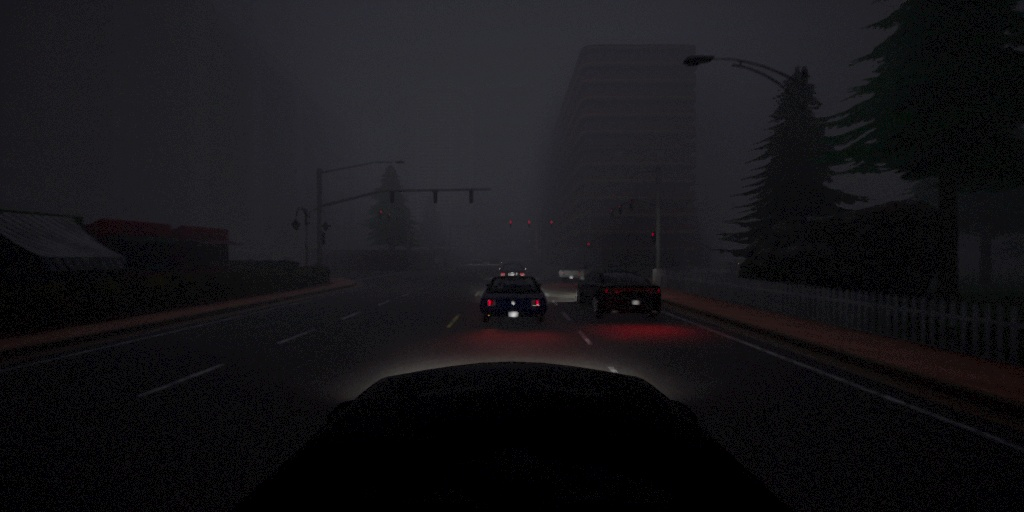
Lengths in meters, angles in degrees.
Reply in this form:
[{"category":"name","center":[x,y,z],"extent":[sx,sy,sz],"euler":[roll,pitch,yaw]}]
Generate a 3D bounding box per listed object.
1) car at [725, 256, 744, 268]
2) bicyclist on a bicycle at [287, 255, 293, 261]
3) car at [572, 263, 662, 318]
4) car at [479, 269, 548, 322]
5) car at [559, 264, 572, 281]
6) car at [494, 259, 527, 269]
[{"category":"car","center":[30.839,1.029,48.819],"extent":[4.718,1.301,1.895],"euler":[0,0,-40]},{"category":"bicyclist on a bicycle","center":[-27.883,0.749,45.000],"extent":[0.582,1.620,1.656],"euler":[0,1,0]},{"category":"car","center":[3.564,1.165,12.745],"extent":[1.882,1.535,5.008],"euler":[0,0,0]},{"category":"car","center":[0.060,1.292,11.967],"extent":[1.895,1.301,4.718],"euler":[0,0,0]},{"category":"car","center":[5.284,1.197,27.059],"extent":[1.895,1.301,4.718],"euler":[0,1,30]},{"category":"car","center":[0.045,1.155,25.156],"extent":[2.033,1.411,5.357],"euler":[0,1,1]}]
